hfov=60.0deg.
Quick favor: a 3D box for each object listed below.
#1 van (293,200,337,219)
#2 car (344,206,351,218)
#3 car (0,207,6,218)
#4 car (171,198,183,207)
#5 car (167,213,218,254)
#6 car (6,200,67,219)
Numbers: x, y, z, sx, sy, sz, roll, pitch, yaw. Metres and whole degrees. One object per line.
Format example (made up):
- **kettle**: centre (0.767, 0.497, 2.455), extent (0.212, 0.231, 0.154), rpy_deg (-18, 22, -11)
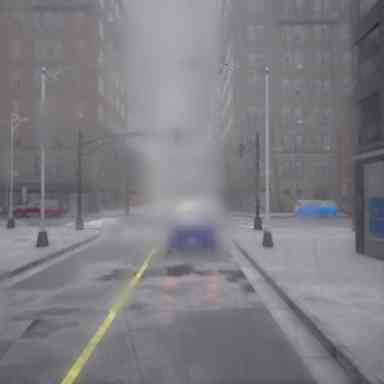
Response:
- **van**: centre (12.048, 1.705, 32.525), extent (3.998, 1.788, 1.690), rpy_deg (0, -1, 0)
- **car**: centre (17.644, 1.683, 32.489), extent (5.009, 1.841, 2.192), rpy_deg (0, -1, 0)
- **car**: centre (-20.422, 1.922, 32.730), extent (4.206, 1.307, 1.802), rpy_deg (0, -1, 0)
- **car**: centre (-3.016, 2.103, 67.386), extent (2.097, 1.767, 4.553), rpy_deg (0, -1, 0)
- **car**: centre (0.034, 1.628, 14.202), extent (1.882, 1.535, 5.008), rpy_deg (0, 0, 1)
- **car**: centre (-14.899, 1.659, 32.698), extent (5.009, 1.841, 2.192), rpy_deg (0, -1, 0)
